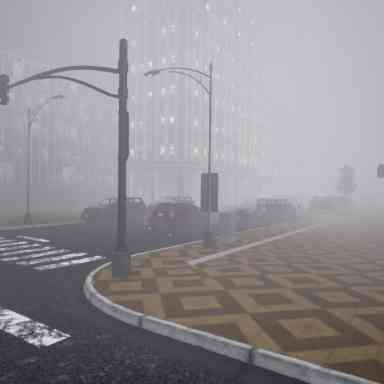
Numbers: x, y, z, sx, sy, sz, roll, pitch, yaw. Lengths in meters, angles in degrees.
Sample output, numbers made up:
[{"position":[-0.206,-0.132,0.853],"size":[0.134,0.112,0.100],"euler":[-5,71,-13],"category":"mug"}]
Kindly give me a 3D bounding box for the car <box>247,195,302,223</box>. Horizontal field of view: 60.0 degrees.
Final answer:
[{"position":[6.797,1.409,26.927],"size":[2.192,1.841,5.009],"euler":[1,0,35],"category":"car"}]

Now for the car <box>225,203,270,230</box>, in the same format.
[{"position":[3.300,1.668,22.004],"size":[1.802,1.307,4.206],"euler":[1,0,35],"category":"car"}]

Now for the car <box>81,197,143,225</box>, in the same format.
[{"position":[-5.418,1.275,23.775],"size":[2.192,1.841,5.009],"euler":[1,0,35],"category":"car"}]

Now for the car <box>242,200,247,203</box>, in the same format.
[{"position":[7.770,1.430,42.252],"size":[1.967,1.590,4.097],"euler":[1,0,35],"category":"car"}]

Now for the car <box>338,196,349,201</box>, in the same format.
[{"position":[39.613,1.623,87.019],"size":[1.947,1.339,4.313],"euler":[1,1,35],"category":"car"}]

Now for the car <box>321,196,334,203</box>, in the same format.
[{"position":[29.997,1.616,73.469],"size":[1.802,1.307,4.206],"euler":[1,1,35],"category":"car"}]

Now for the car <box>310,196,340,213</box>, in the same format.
[{"position":[15.386,1.427,39.164],"size":[2.192,1.841,5.009],"euler":[1,0,35],"category":"car"}]

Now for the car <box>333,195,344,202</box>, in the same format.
[{"position":[36.320,1.570,82.378],"size":[1.752,1.417,4.829],"euler":[1,1,35],"category":"car"}]

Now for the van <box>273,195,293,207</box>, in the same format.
[{"position":[13.948,1.345,50.846],"size":[1.690,1.788,3.998],"euler":[1,0,35],"category":"van"}]

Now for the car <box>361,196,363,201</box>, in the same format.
[{"position":[44.103,1.655,84.161],"size":[2.128,1.511,4.902],"euler":[1,1,35],"category":"car"}]

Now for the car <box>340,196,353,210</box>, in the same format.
[{"position":[20.375,1.437,46.286],"size":[2.192,1.841,5.009],"euler":[1,0,35],"category":"car"}]

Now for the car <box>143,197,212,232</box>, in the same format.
[{"position":[-0.611,1.394,21.139],"size":[2.097,1.767,4.553],"euler":[1,1,35],"category":"car"}]

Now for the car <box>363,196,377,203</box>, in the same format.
[{"position":[39.635,1.598,73.432],"size":[1.967,1.590,4.097],"euler":[1,1,35],"category":"car"}]

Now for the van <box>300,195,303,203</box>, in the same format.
[{"position":[17.159,1.351,55.370],"size":[1.690,1.788,3.998],"euler":[1,0,35],"category":"van"}]
